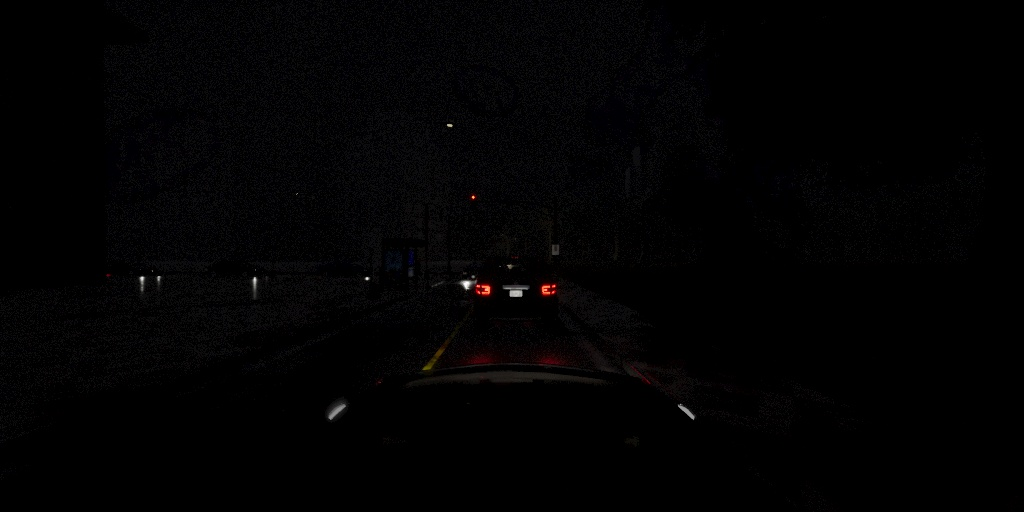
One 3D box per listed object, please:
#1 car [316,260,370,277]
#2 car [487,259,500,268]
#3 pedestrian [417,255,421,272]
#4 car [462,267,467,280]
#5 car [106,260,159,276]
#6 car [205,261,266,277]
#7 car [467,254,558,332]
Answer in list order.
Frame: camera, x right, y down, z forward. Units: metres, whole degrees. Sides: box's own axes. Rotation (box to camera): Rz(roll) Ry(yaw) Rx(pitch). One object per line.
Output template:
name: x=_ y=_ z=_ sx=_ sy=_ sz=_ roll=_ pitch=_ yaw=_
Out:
car: x=-15.157 y=1.176 z=32.728 sx=5.008 sy=1.535 sz=1.882 roll=0 pitch=0 yaw=0
car: x=-3.068 y=1.244 z=59.654 sx=1.994 sy=1.385 sz=4.181 roll=0 pitch=0 yaw=0
pedestrian: x=-10.071 y=0.800 z=38.828 sx=0.375 sy=1.860 sz=0.375 roll=0 pitch=0 yaw=1
car: x=-3.088 y=1.277 z=31.219 sx=2.033 sy=1.411 sz=5.357 roll=0 pitch=0 yaw=0
car: x=-35.716 y=1.146 z=33.263 sx=4.892 sy=1.490 sz=1.837 roll=0 pitch=1 yaw=2
car: x=-25.343 y=1.175 z=32.986 sx=4.892 sy=1.490 sz=1.837 roll=0 pitch=1 yaw=1
car: x=0.099 y=0.968 z=11.039 sx=2.150 sy=2.045 sz=5.566 roll=0 pitch=0 yaw=0
